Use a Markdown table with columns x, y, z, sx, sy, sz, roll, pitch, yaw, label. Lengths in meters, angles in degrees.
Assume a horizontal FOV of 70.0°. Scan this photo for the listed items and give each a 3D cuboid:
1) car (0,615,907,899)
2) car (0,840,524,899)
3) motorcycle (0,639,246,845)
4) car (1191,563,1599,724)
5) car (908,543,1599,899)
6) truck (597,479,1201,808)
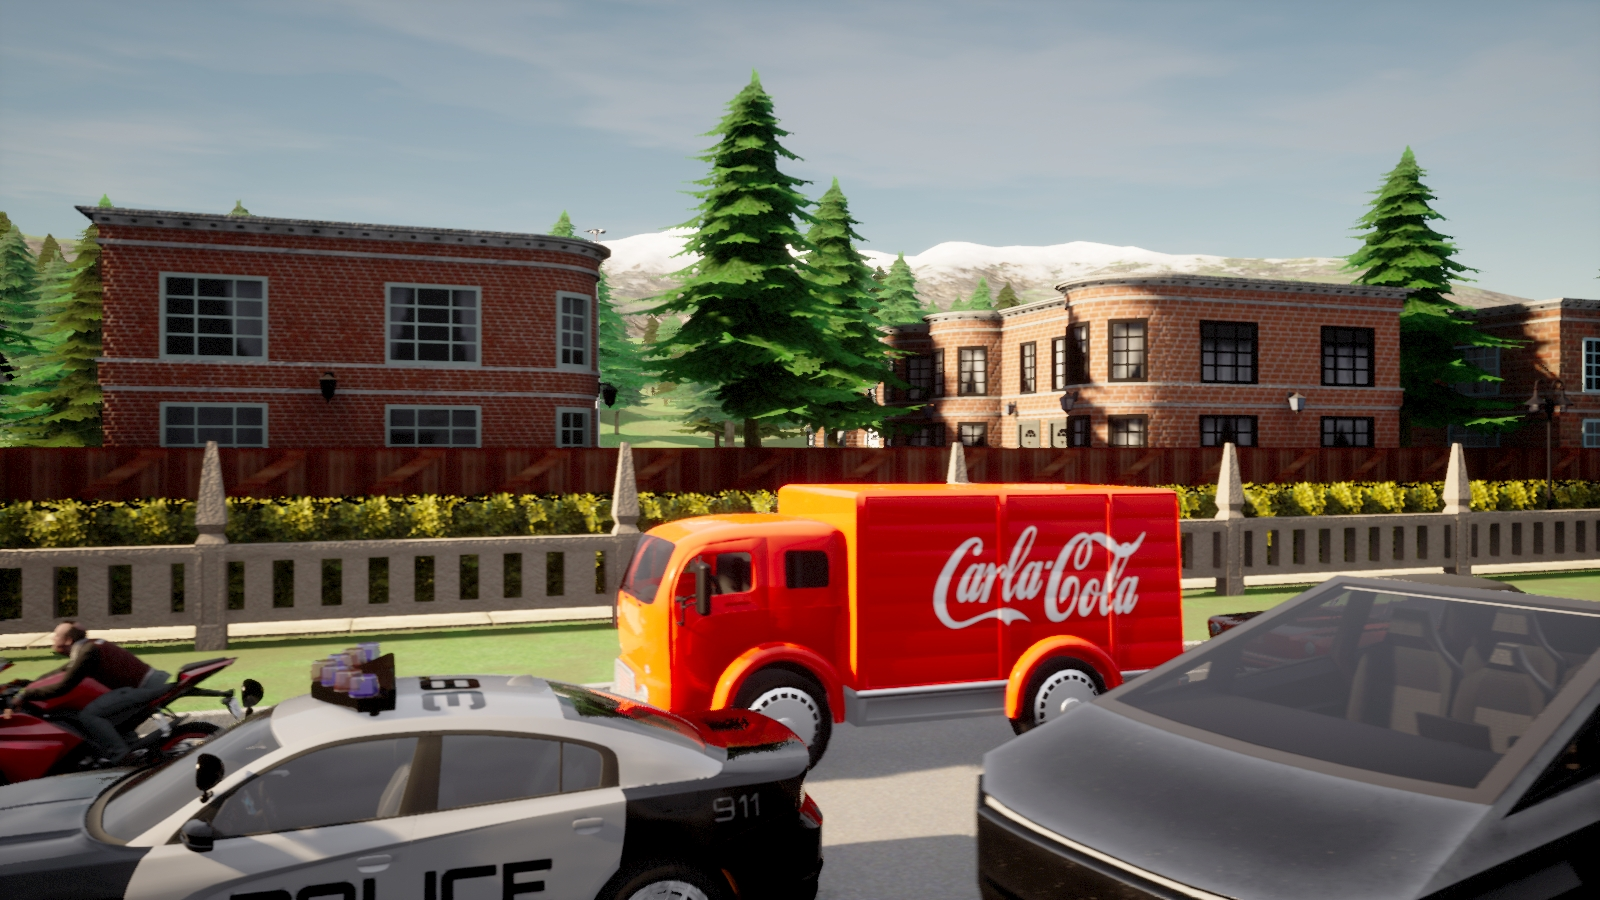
| x | y | z | sx | sy | sz | roll | pitch | yaw | label |
| --- | --- | --- | --- | --- | --- | --- | --- | --- | --- |
| -2.250 | 1.982 | 6.204 | 5.238 | 1.638 | 2.097 | 0 | 0 | -20 | car |
| -2.666 | 2.066 | 2.329 | 4.193 | 1.474 | 1.816 | 0 | 0 | -20 | car |
| -5.512 | 2.206 | 8.743 | 2.209 | 1.251 | 0.867 | 0 | 0 | -20 | motorcycle |
| 7.140 | 2.147 | 13.348 | 4.718 | 1.301 | 1.895 | 0 | 0 | -20 | car |
| 3.816 | 1.749 | 5.986 | 6.274 | 2.098 | 2.390 | 0 | 0 | -31 | car |
| 0.870 | 1.565 | 11.059 | 5.204 | 2.467 | 2.627 | 0 | 0 | -20 | truck |
